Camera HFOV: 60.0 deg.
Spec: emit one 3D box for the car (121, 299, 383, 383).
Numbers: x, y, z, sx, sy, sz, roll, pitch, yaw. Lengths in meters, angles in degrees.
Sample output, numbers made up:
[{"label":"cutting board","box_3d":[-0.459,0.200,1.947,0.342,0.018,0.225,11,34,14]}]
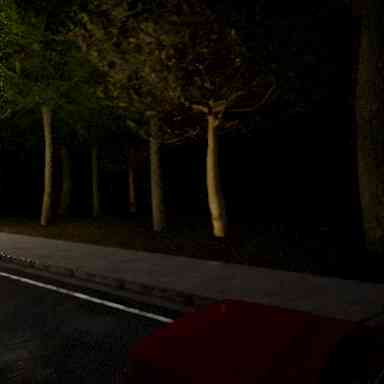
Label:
[{"label":"car","box_3d":[1.680,1.600,2.487,4.718,1.301,1.895,0,0,35]}]
